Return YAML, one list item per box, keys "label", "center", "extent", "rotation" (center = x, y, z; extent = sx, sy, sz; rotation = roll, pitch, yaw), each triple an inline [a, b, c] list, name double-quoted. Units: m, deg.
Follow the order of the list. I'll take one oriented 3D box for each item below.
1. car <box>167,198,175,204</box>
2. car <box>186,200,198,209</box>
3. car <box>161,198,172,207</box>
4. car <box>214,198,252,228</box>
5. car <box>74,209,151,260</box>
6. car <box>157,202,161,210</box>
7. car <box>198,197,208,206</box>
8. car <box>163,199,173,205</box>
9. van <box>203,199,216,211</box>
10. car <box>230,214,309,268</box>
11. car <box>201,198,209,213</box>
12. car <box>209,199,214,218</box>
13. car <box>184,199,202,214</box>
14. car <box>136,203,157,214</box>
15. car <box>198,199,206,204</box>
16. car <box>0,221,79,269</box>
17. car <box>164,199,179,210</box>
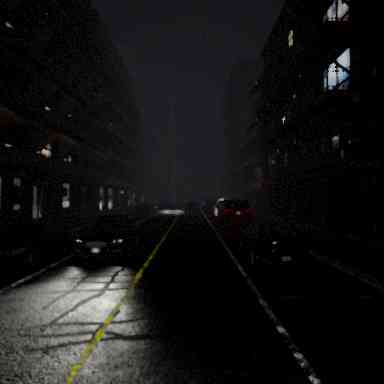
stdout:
- label: "car"
  center: [-5.709, 2.511, 91.178]
  extent: [1.967, 1.590, 4.097]
  rotation: [0, -1, 0]
- label: "car"
  center: [0.002, 2.247, 60.171]
  extent: [2.033, 1.411, 5.357]
  rotation: [0, -1, 0]
- label: "car"
  center: [-5.703, 2.343, 68.449]
  extent: [1.887, 1.381, 4.507]
  rotation: [0, -1, 0]
- label: "car"
  center: [3.101, 1.516, 24.903]
  extent: [2.150, 2.045, 5.566]
  rotation: [0, -1, 0]
- label: "car"
  center: [-3.103, 1.643, 13.162]
  extent: [2.128, 1.511, 4.902]
  rotation: [0, -1, 0]
- label: "car"
  center: [-5.698, 2.111, 45.721]
  extent: [1.802, 1.307, 4.206]
  rotation: [0, -1, 0]
- label: "car"
  center: [2.675, 2.250, 79.820]
  extent: [2.192, 1.841, 5.009]
  rotation: [0, -1, 0]
- label: "car"
  center: [-5.706, 2.484, 79.814]
  extent: [2.008, 1.369, 4.403]
  rotation: [0, -1, 0]
- label: "van"
  center: [2.682, 1.938, 51.410]
  extent: [1.690, 1.788, 3.998]
  rotation: [0, -1, 0]
- label: "car"
  center: [2.690, 1.686, 11.634]
  extent: [2.008, 1.369, 4.403]
  rotation: [0, -1, 0]
- label: "car"
  center: [2.683, 1.845, 45.729]
  extent: [2.192, 1.841, 5.009]
  rotation: [0, -1, 0]
- label: "car"
  center: [3.099, 1.597, 31.903]
  extent: [2.150, 2.045, 5.566]
  rotation: [0, -1, 0]
- label: "car"
  center: [0.022, 1.979, 43.327]
  extent: [1.882, 1.535, 5.008]
  rotation: [0, 0, 0]
- label: "car"
  center: [-5.696, 2.007, 40.039]
  extent: [1.887, 1.381, 4.507]
  rotation: [0, -1, 0]
- label: "car"
  center: [2.672, 2.637, 91.181]
  extent: [1.947, 1.339, 4.313]
  rotation: [0, -1, 0]
- label: "car"
  center: [-5.690, 1.716, 11.629]
  extent: [1.802, 1.307, 4.206]
  rotation: [0, -1, 0]
- label: "car"
  center: [-3.086, 2.233, 54.497]
  extent: [1.895, 1.301, 4.718]
  rotation: [0, -1, 0]
